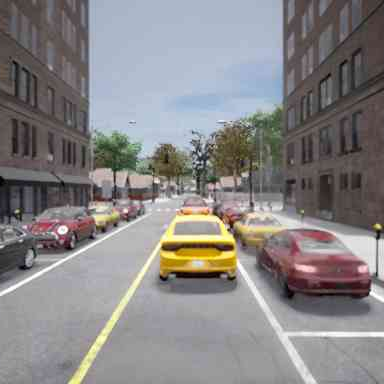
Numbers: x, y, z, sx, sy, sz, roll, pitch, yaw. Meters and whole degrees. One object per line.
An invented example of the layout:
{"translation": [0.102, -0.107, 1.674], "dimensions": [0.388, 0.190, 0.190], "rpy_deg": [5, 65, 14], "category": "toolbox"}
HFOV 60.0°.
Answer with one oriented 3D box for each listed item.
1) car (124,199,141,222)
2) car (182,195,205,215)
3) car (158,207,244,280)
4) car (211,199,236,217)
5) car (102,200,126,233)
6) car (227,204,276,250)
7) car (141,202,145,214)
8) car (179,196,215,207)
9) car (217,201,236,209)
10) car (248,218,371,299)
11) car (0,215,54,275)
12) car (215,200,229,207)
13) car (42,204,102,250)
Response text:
{"translation": [-5.283, 1.288, 24.621], "dimensions": [1.967, 1.590, 4.097], "rpy_deg": [0, 0, 0], "category": "car"}
{"translation": [0.139, 1.157, 31.793], "dimensions": [2.097, 1.767, 4.553], "rpy_deg": [0, 0, 0], "category": "car"}
{"translation": [0.139, 1.414, 9.732], "dimensions": [1.882, 1.535, 5.008], "rpy_deg": [0, 0, 0], "category": "car"}
{"translation": [2.768, 1.381, 30.104], "dimensions": [1.947, 1.339, 4.313], "rpy_deg": [0, 0, 0], "category": "car"}
{"translation": [-5.309, 1.407, 18.932], "dimensions": [1.752, 1.417, 4.829], "rpy_deg": [0, 0, 0], "category": "car"}
{"translation": [2.692, 1.438, 13.720], "dimensions": [1.752, 1.417, 4.829], "rpy_deg": [0, 0, 0], "category": "car"}
{"translation": [-5.257, 1.397, 30.140], "dimensions": [1.802, 1.307, 4.206], "rpy_deg": [0, 0, 0], "category": "car"}
{"translation": [0.192, 1.215, 21.961], "dimensions": [2.097, 1.767, 4.553], "rpy_deg": [0, 0, 0], "category": "car"}
{"translation": [2.717, 1.425, 19.068], "dimensions": [1.887, 1.381, 4.507], "rpy_deg": [0, 0, 0], "category": "car"}
{"translation": [2.666, 1.529, 8.032], "dimensions": [1.802, 1.307, 4.206], "rpy_deg": [0, 0, 0], "category": "car"}
{"translation": [-5.359, 1.498, 8.065], "dimensions": [2.008, 1.369, 4.403], "rpy_deg": [0, 0, 0], "category": "car"}
{"translation": [2.742, 1.430, 24.586], "dimensions": [1.802, 1.307, 4.206], "rpy_deg": [0, 0, 0], "category": "car"}
{"translation": [-5.334, 1.354, 13.583], "dimensions": [1.967, 1.590, 4.097], "rpy_deg": [0, 0, 0], "category": "car"}
